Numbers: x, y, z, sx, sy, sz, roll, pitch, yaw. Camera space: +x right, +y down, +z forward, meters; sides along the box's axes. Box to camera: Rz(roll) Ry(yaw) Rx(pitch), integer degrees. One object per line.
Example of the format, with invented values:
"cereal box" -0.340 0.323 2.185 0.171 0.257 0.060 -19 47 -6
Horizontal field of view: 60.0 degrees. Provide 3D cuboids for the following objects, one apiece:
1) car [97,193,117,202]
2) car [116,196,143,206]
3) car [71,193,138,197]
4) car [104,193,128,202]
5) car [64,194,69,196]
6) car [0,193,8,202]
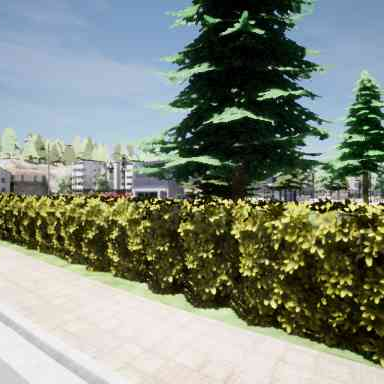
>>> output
"car" -18.211 1.077 71.371 1.905 1.878 3.866 0 0 44
"car" -10.041 1.384 53.291 1.970 1.475 3.806 0 0 44
"car" -8.047 1.221 31.017 2.150 2.045 5.566 0 0 44
"car" -15.852 1.097 69.626 1.932 1.855 4.605 0 0 44
"car" -27.325 1.154 80.350 2.152 1.636 5.027 0 0 44
"car" -41.761 1.097 70.170 1.932 1.855 4.605 0 0 44
